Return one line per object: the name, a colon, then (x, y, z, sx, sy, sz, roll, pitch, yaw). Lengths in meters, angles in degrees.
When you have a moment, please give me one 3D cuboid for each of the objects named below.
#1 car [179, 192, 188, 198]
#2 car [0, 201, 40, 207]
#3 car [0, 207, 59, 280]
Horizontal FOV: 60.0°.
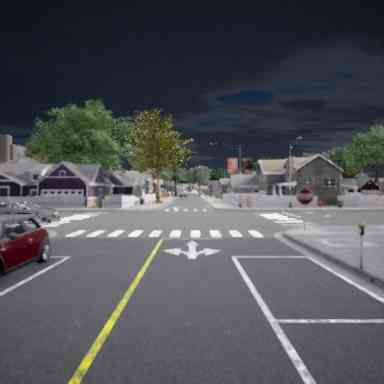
car: (-2.044, 0.651, 79.604, 1.882, 1.535, 5.008, 0, 0, 0)
car: (-11.579, 1.383, 22.547, 4.902, 1.511, 2.128, 0, 0, 0)
car: (-5.382, 1.388, 8.729, 1.967, 1.590, 4.097, 0, 0, 0)
